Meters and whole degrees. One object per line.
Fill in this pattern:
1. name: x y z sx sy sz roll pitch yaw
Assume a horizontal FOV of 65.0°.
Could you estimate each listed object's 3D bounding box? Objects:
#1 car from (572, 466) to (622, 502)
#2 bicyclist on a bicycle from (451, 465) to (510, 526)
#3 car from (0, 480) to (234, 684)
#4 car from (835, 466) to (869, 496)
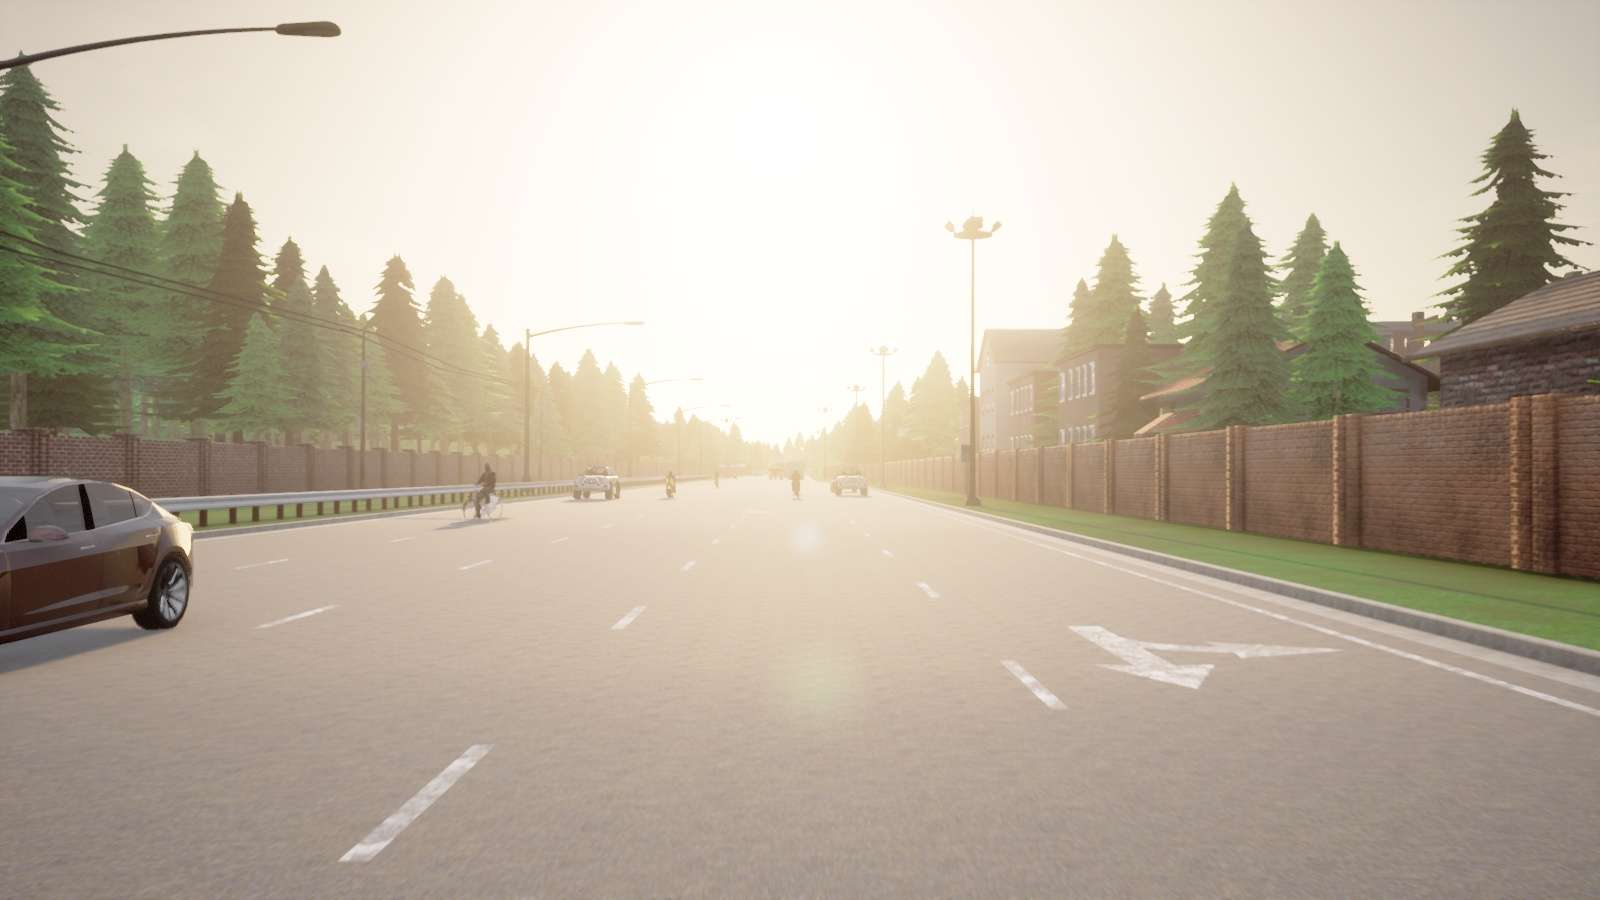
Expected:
1. car: -10.702 1.777 66.490 1.932 1.855 4.605 0 -1 0
2. bicyclist on a bicycle: -9.648 1.355 38.016 0.659 1.776 1.843 1 0 25
3. car: -7.034 1.022 10.804 2.163 1.488 4.792 0 -1 0
4. car: 3.259 1.937 79.472 1.932 1.855 4.605 0 -1 0
